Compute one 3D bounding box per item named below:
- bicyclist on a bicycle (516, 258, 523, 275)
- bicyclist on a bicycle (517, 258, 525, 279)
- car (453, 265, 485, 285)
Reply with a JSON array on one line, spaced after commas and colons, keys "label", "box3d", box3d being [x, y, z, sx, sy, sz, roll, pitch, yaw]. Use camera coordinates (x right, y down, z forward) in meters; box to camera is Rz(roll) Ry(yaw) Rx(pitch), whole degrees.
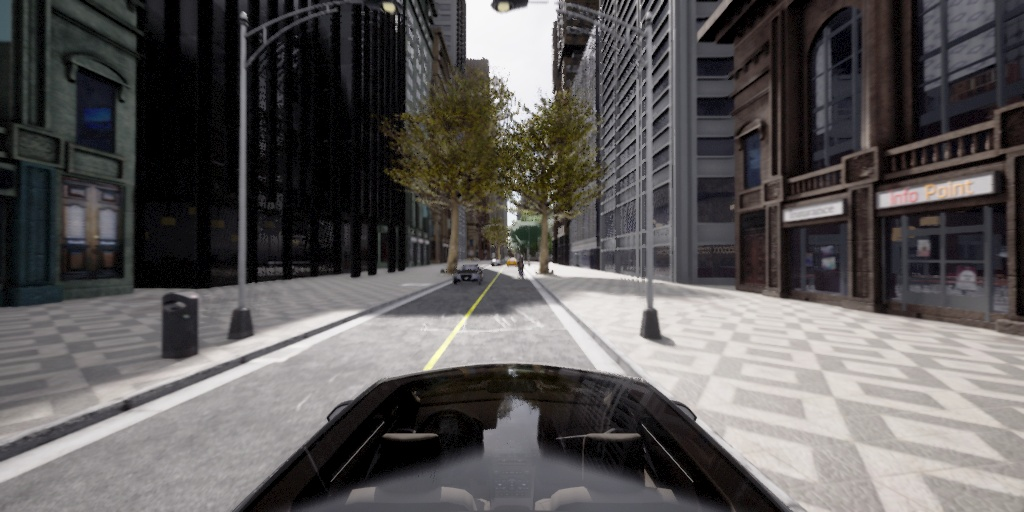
[{"label": "bicyclist on a bicycle", "box3d": [0.825, 1.146, 40.151, 0.659, 1.776, 1.843, 0, 0, 0]}, {"label": "bicyclist on a bicycle", "box3d": [0.825, 1.221, 30.684, 0.582, 1.620, 1.656, 0, 0, 0]}, {"label": "car", "box3d": [-3.095, 1.328, 26.332, 1.994, 1.385, 4.181, 0, 0, 0]}]
